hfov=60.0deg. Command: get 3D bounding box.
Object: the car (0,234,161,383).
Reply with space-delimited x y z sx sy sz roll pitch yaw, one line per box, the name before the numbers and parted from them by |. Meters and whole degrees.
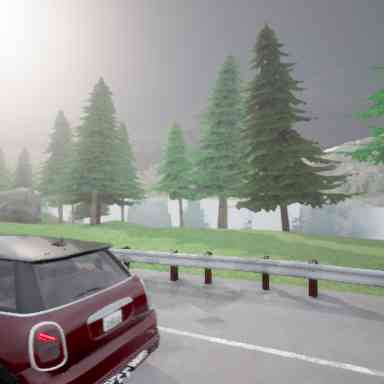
car | -2.765 1.355 4.326 4.553 1.767 2.097 0 0 24
